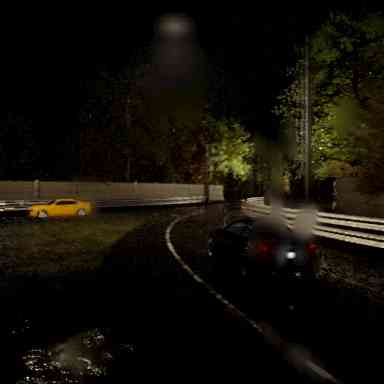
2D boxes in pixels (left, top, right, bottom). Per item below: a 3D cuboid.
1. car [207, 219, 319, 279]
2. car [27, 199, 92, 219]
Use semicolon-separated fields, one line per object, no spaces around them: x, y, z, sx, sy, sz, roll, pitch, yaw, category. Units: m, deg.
1.879;1.492;10.008;1.994;1.385;4.181;0;0;-15;car
-10.961;1.331;27.733;5.008;1.535;1.882;-1;1;-36;car
